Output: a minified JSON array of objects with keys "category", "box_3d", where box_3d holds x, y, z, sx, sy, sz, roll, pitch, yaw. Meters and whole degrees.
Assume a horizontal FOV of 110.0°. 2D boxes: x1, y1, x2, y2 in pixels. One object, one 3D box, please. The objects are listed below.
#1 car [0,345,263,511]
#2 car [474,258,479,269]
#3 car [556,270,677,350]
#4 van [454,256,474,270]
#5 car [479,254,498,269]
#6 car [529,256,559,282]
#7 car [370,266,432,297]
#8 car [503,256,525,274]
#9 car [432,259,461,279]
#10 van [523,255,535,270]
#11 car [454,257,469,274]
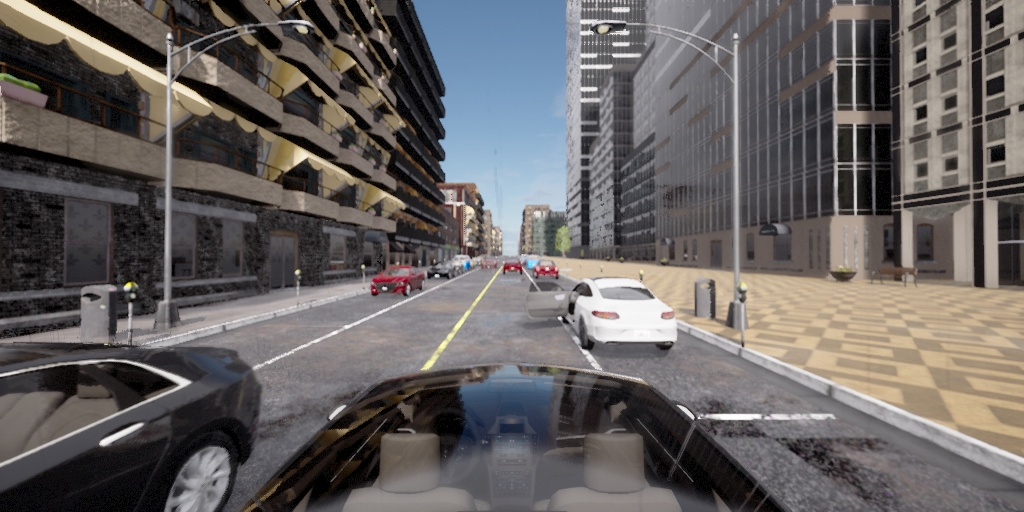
[{"category":"car","box_3d":[-3.098,1.258,1.143,1.837,1.490,4.892,0,0,0]},{"category":"car","box_3d":[-5.688,0.990,45.941,1.751,1.417,4.829,0,0,0]},{"category":"car","box_3d":[2.354,1.230,8.803,1.812,1.442,4.674,0,0,0]},{"category":"van","box_3d":[-5.688,0.840,40.542,1.690,1.789,3.998,0,0,0]},{"category":"car","box_3d":[-2.998,0.803,48.332,2.097,1.767,4.553,0,0,0]},{"category":"car","box_3d":[2.693,1.011,29.402,1.967,1.591,4.097,0,0,0]},{"category":"car","box_3d":[-5.688,1.187,18.263,1.888,1.381,4.507,0,0,0]},{"category":"car","box_3d":[0.074,1.004,36.457,1.882,1.535,5.008,0,0,0]},{"category":"car","box_3d":[-5.688,1.136,29.402,1.948,1.339,4.313,0,0,0]},{"category":"van","box_3d":[2.693,0.806,46.111,1.690,1.789,3.998,0,0,0]},{"category":"car","box_3d":[-5.688,1.085,34.972,2.007,1.370,4.403,0,0,0]}]
